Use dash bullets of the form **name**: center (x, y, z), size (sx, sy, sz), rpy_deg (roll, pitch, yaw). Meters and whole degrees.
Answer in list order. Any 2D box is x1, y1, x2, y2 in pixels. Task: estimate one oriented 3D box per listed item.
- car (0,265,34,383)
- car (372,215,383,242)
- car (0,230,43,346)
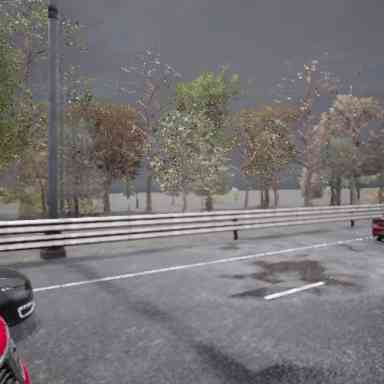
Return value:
- **car**: center (-3.629, 1.233, 1.166), size (5.566, 2.045, 2.150), rpy_deg (0, 0, -35)
- **car**: center (10.166, 1.483, 15.126), size (5.008, 1.535, 1.882), rpy_deg (0, 0, -35)
- **car**: center (-4.872, 1.526, 4.569), size (4.892, 1.490, 1.837), rpy_deg (0, 0, -35)
